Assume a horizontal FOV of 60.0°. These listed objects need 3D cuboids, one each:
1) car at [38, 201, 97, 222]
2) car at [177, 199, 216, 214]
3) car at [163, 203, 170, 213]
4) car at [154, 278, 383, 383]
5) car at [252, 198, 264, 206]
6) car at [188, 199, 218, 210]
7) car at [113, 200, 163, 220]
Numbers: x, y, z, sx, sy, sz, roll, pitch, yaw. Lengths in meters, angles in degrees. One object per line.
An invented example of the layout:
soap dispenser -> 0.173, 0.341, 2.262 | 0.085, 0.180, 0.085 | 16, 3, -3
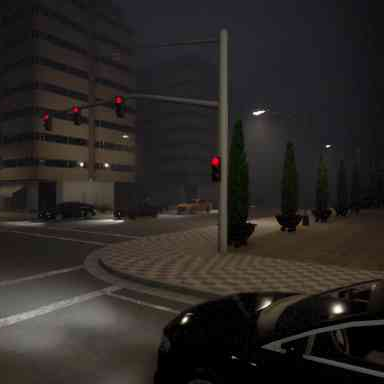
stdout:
car -> -10.212, 1.560, 27.513 | 1.837, 1.490, 4.892 | 0, 0, 35
car -> 0.311, 1.533, 36.346 | 1.882, 1.535, 5.008 | 0, 0, 35
car -> -4.593, 1.603, 35.470 | 2.033, 1.411, 5.357 | 0, 0, 35
car -> 1.853, 1.492, 2.652 | 4.902, 1.511, 2.128 | 0, 0, 36
car -> 10.684, 1.648, 56.932 | 1.994, 1.385, 4.181 | 0, 0, 35
car -> 1.449, 1.619, 44.011 | 1.994, 1.385, 4.181 | 0, 0, 35
car -> -4.837, 1.619, 29.058 | 1.994, 1.385, 4.181 | 0, 0, 35
